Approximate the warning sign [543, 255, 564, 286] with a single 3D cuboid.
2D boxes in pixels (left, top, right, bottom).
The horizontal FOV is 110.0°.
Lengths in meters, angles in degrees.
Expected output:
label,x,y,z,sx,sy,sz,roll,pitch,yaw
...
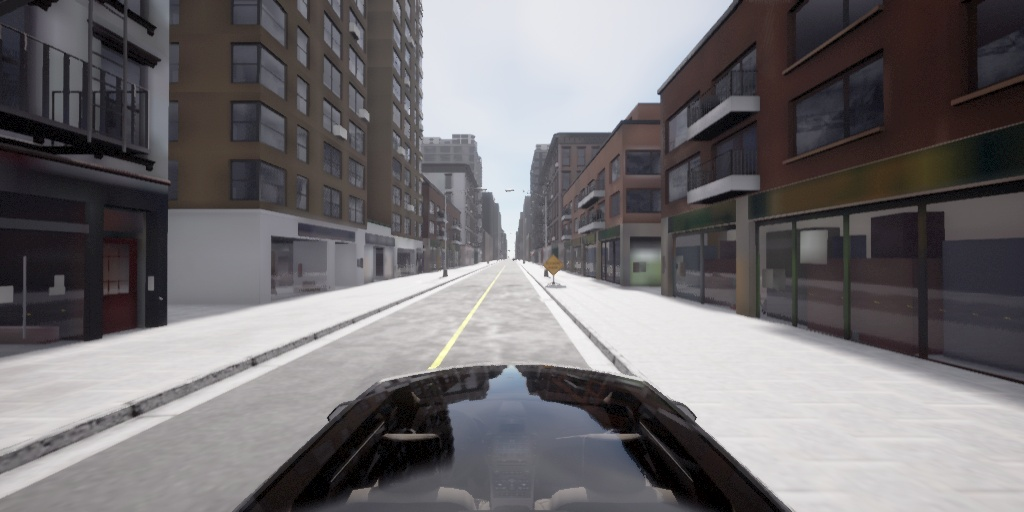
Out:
label,x,y,z,sx,sy,sz,roll,pitch,yaw
warning sign,2.518,0.842,21.741,1.300,1.860,1.060,0,0,0
